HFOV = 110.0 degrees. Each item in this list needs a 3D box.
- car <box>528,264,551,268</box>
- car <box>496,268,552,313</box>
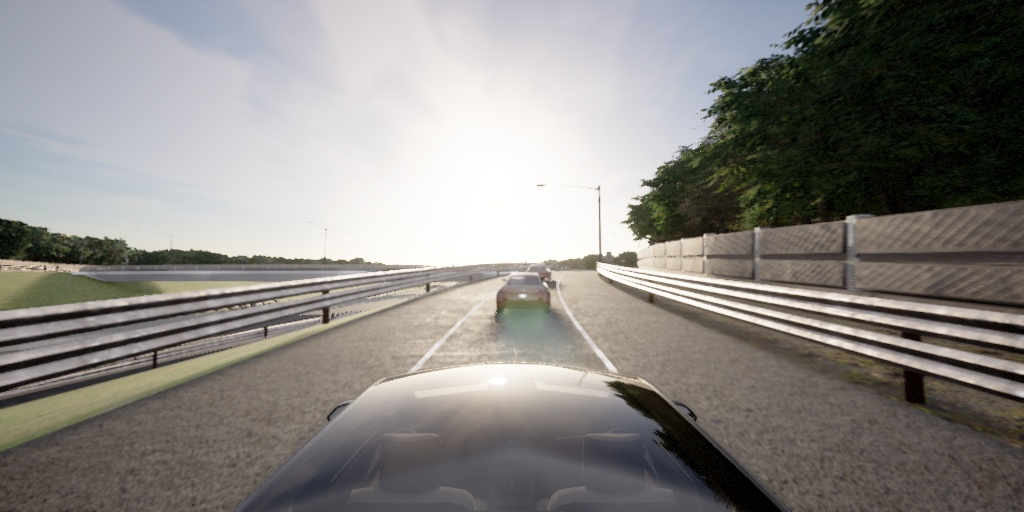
[{"bbox_3d":[2.184,1.358,29.203,1.994,1.385,4.181,-1,0,9],"label":"car"},{"bbox_3d":[0.518,1.338,14.252,1.994,1.385,4.181,0,0,4],"label":"car"}]
